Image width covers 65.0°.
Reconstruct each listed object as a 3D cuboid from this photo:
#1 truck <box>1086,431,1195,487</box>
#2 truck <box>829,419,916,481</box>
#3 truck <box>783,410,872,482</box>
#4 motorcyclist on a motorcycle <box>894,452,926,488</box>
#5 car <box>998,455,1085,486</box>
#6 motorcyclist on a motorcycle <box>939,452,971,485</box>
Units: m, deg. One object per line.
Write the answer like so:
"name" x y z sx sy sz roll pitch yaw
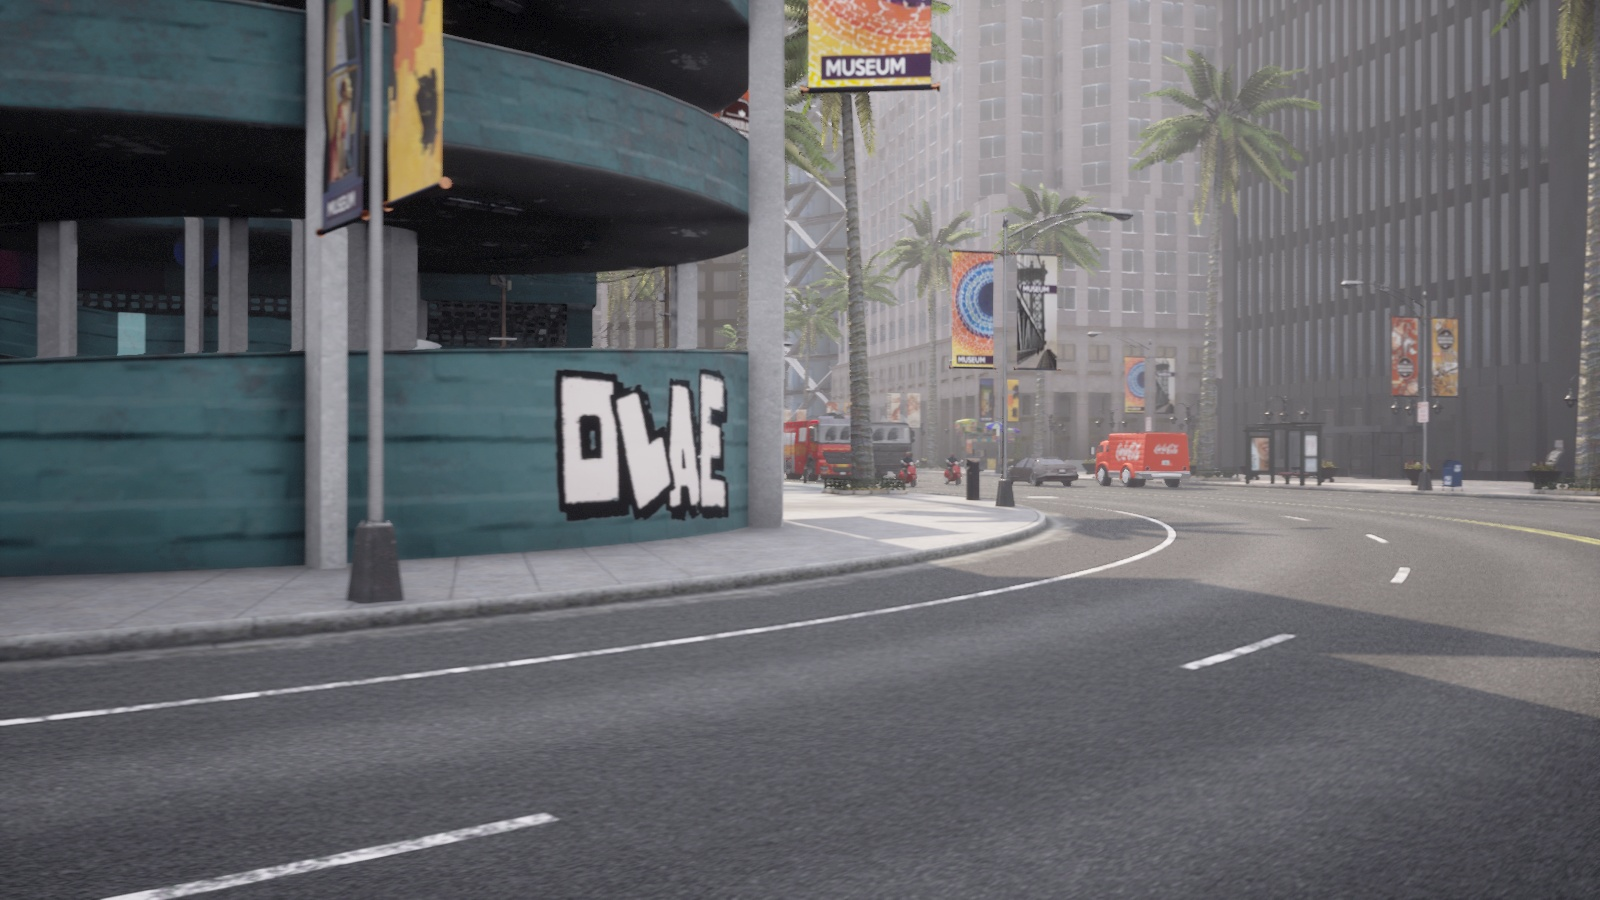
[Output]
"truck" 15.580 0.404 57.861 2.627 2.467 5.204 0 0 -14
"truck" 4.198 -0.003 74.391 2.891 3.462 7.936 0 0 -14
"truck" 1.412 -0.188 71.120 2.891 3.827 8.468 0 0 -14
"motorcyclist on a motorcycle" 4.948 0.872 56.617 0.866 1.590 1.817 0 0 -16
"car" 11.447 0.959 59.954 2.033 1.411 5.357 0 0 -14
"motorcyclist on a motorcycle" 7.495 0.879 60.873 0.866 1.590 1.817 0 0 -17
